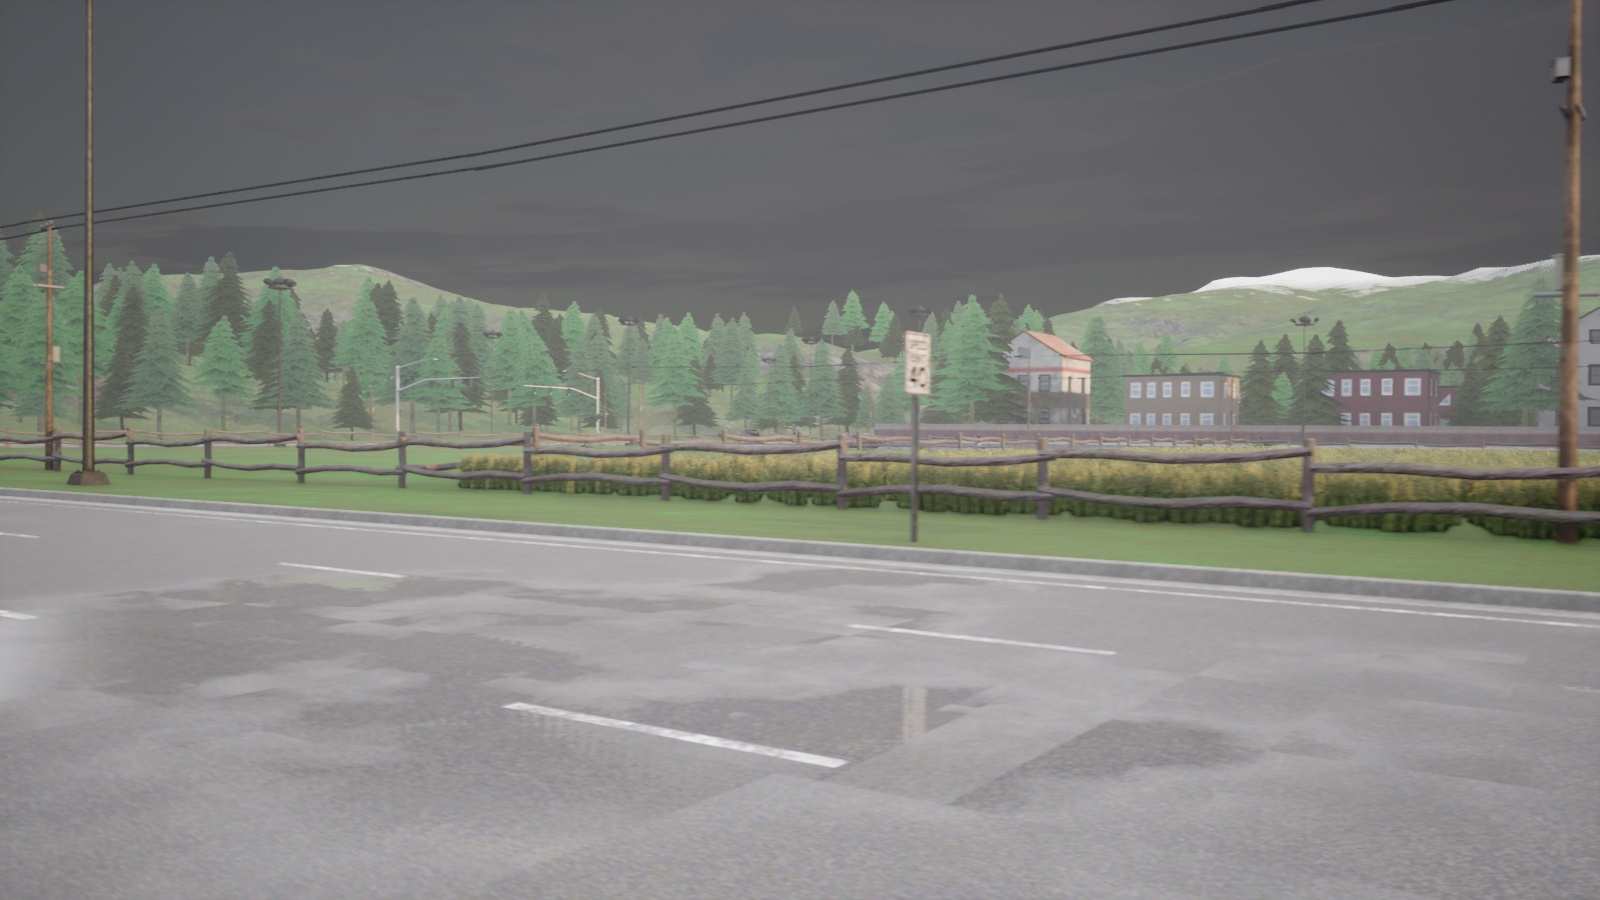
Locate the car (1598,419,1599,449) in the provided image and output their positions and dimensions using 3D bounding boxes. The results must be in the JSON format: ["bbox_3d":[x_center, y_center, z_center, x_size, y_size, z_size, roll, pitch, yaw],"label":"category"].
[{"bbox_3d":[53.170,-1.046,80.039,3.866,1.878,1.905,0,1,33],"label":"car"}]
